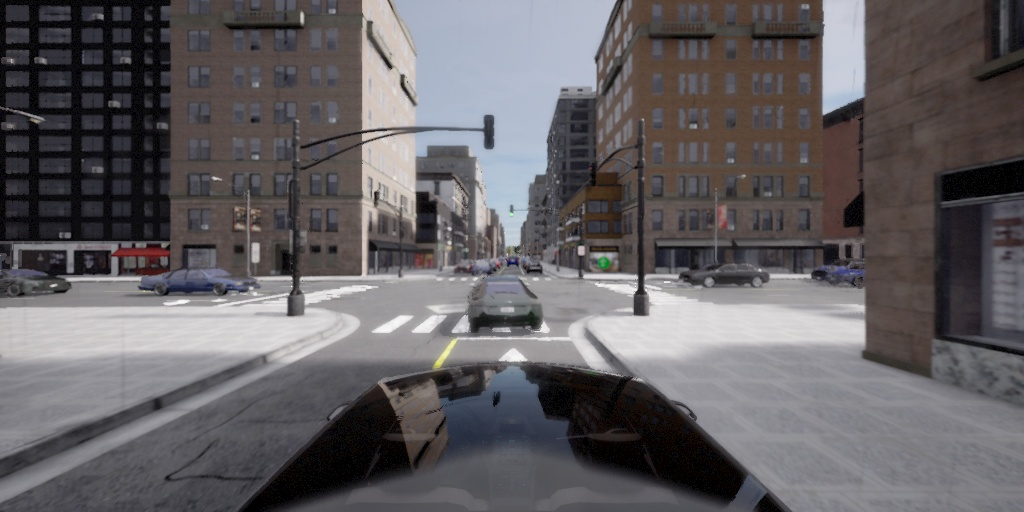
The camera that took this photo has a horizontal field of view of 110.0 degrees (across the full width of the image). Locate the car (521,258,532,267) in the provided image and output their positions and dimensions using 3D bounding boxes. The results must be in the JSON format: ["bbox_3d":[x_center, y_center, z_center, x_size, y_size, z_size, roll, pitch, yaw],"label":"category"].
[{"bbox_3d":[2.608,1.334,52.195,1.802,1.307,4.207,0,0,0],"label":"car"}]

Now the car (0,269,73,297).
[{"bbox_3d":[-26.244,1.387,18.995,4.181,1.385,1.994,0,0,1],"label":"car"}]

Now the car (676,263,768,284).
[{"bbox_3d":[14.871,1.217,25.634,5.357,1.411,2.033,0,0,0],"label":"car"}]

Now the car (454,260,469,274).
[{"bbox_3d":[-5.488,1.185,41.225,1.967,1.591,4.097,0,0,0],"label":"car"}]

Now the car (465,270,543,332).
[{"bbox_3d":[-0.364,1.297,10.964,1.994,1.385,4.181,0,0,-7],"label":"car"}]

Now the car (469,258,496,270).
[{"bbox_3d":[-2.996,1.269,37.235,1.812,1.442,4.674,0,0,1],"label":"car"}]

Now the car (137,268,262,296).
[{"bbox_3d":[-16.426,1.333,18.975,5.357,1.411,2.033,0,0,0],"label":"car"}]

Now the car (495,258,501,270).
[{"bbox_3d":[-2.906,1.296,46.914,2.033,1.411,5.357,0,0,1],"label":"car"}]

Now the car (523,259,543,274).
[{"bbox_3d":[2.537,1.312,41.173,1.948,1.339,4.313,0,0,0],"label":"car"}]

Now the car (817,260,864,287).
[{"bbox_3d":[22.331,1.162,22.373,4.674,1.442,1.812,0,0,0],"label":"car"}]

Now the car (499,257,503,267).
[{"bbox_3d":[-2.809,1.234,56.866,1.882,1.535,5.008,0,0,1],"label":"car"}]

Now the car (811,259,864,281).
[{"bbox_3d":[24.161,0.984,25.613,4.553,1.767,2.097,0,0,0],"label":"car"}]

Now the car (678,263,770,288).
[{"bbox_3d":[13.300,1.178,22.384,4.892,1.490,1.837,0,0,0],"label":"car"}]

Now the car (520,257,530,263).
[{"bbox_3d":[2.643,1.323,57.705,1.948,1.339,4.313,0,0,0],"label":"car"}]
